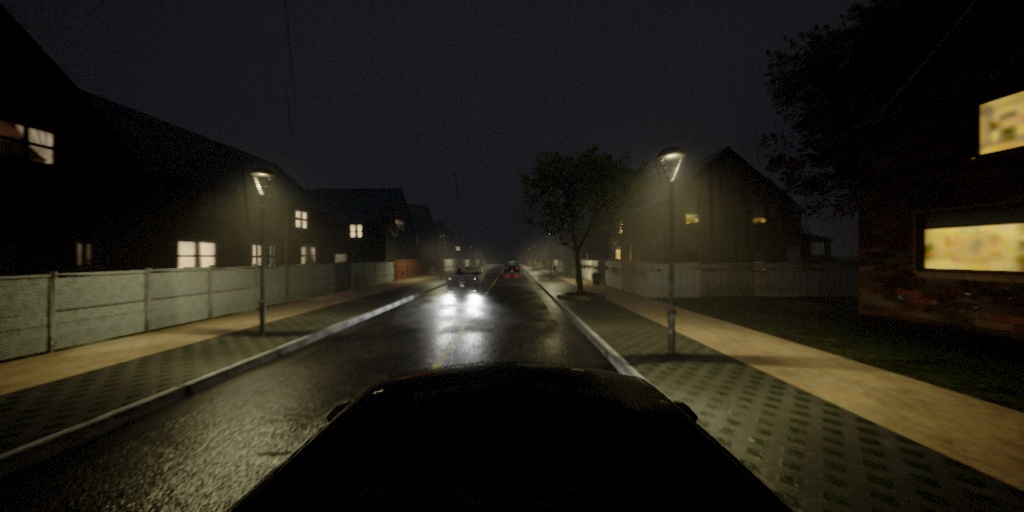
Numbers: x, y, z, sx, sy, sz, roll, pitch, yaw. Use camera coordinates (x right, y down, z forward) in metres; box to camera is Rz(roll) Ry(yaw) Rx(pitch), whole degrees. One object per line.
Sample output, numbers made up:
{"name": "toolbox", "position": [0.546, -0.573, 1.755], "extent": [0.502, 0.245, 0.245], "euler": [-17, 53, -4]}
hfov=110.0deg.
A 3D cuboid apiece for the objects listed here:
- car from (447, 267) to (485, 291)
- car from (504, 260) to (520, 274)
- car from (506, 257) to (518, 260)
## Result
{"name": "car", "position": [-2.778, 1.374, 22.361], "extent": [1.895, 1.301, 4.718], "euler": [0, 0, 1]}
{"name": "car", "position": [0.005, 1.456, 43.430], "extent": [1.895, 1.301, 4.718], "euler": [0, 0, 0]}
{"name": "car", "position": [0.004, 1.134, 53.813], "extent": [2.150, 2.045, 5.566], "euler": [0, 0, 0]}
